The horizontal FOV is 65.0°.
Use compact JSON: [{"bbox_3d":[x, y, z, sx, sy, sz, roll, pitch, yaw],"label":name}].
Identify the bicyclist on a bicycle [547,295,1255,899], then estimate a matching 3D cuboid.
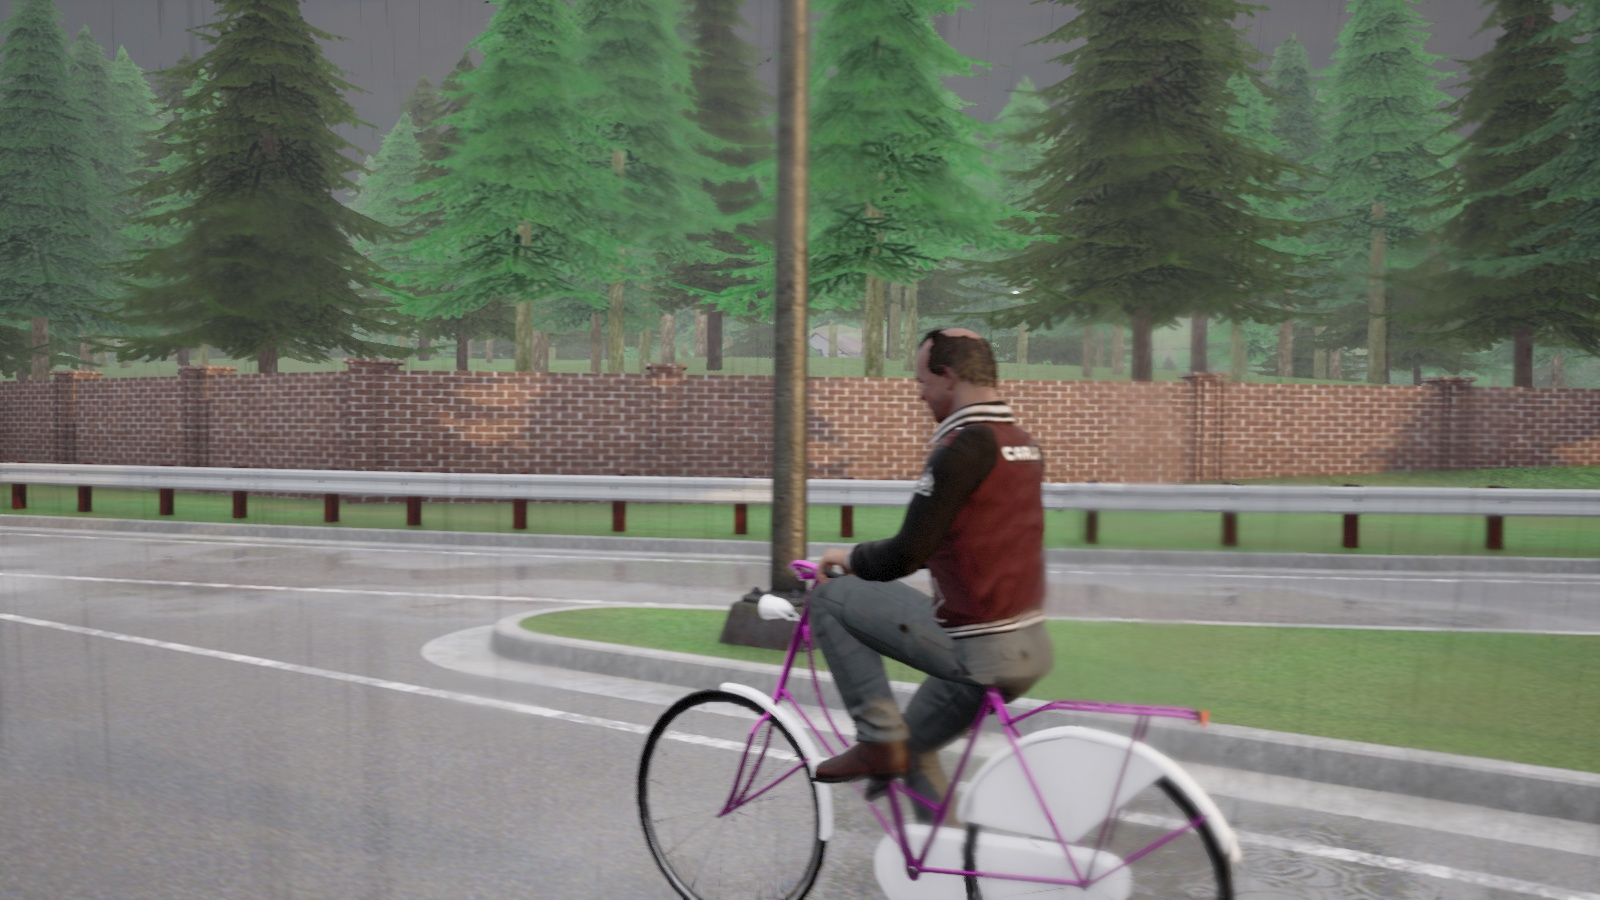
[{"bbox_3d":[0.218,0.552,3.468,1.843,1.776,0.659,0,1,33],"label":"bicyclist on a bicycle"}]
